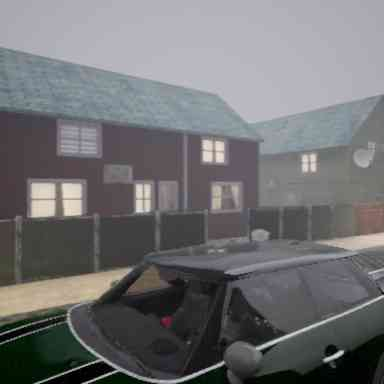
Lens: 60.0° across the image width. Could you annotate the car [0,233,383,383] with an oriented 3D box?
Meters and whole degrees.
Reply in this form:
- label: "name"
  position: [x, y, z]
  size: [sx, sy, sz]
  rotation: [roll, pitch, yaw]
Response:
- label: "car"
  position: [0.106, 1.357, 3.127]
  size: [4.553, 1.767, 2.097]
  rotation: [1, 0, -35]
